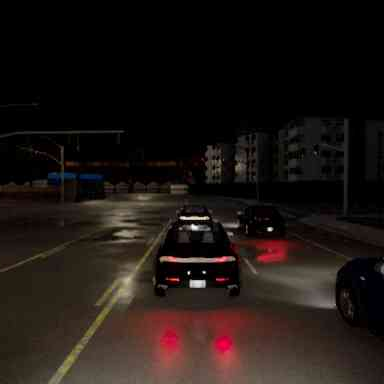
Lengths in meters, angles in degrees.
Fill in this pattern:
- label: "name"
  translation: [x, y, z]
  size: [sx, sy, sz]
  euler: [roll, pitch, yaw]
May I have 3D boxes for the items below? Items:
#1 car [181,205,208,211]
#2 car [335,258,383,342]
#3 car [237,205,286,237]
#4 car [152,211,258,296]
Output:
- label: "car"
  translation: [0.125, 1.445, 18.275]
  size: [2.128, 1.511, 4.902]
  euler: [0, 0, 0]
- label: "car"
  translation: [3.602, 1.350, 4.131]
  size: [2.097, 1.767, 4.553]
  euler: [0, 0, 1]
- label: "car"
  translation: [3.623, 1.464, 17.889]
  size: [1.837, 1.490, 4.892]
  euler: [0, 0, 0]
- label: "car"
  translation: [0.110, 1.485, 8.604]
  size: [2.128, 1.511, 4.902]
  euler: [0, 0, 0]
